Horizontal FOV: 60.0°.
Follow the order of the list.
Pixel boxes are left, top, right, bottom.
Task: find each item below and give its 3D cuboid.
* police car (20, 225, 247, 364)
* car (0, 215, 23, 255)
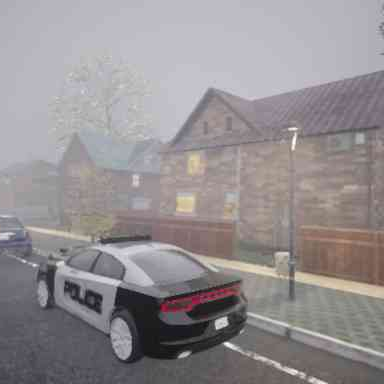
[{"bbox_3d":[-1.382,1.616,6.406,1.930,1.638,5.238,2,-2,-44],"label":"police car"},{"bbox_3d":[-8.269,1.696,13.555,2.097,1.767,4.553,2,-2,-44],"label":"car"}]
